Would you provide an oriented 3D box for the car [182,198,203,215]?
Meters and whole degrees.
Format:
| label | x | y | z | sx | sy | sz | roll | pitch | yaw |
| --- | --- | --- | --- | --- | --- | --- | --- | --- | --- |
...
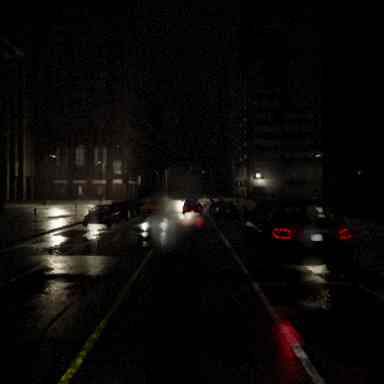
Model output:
| label | x | y | z | sx | sy | sz | roll | pitch | yaw |
| --- | --- | --- | --- | --- | --- | --- | --- | --- | --- |
| car | 0.051 | 1.474 | 31.779 | 1.895 | 1.301 | 4.718 | 0 | 0 | 0 |

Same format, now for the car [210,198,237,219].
| label | x | y | z | sx | sy | sz | roll | pitch | yaw |
| --- | --- | --- | --- | --- | --- | --- | --- | --- | --- |
| car | 2.756 | 1.455 | 27.341 | 1.947 | 1.339 | 4.313 | 0 | 0 | 0 |

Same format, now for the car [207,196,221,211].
| label | x | y | z | sx | sy | sz | roll | pitch | yaw |
| --- | --- | --- | --- | --- | --- | --- | --- | --- | --- |
| car | 2.754 | 1.288 | 38.613 | 1.967 | 1.590 | 4.097 | 0 | 0 | 0 |

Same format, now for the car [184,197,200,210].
| label | x | y | z | sx | sy | sz | roll | pitch | yaw |
| --- | --- | --- | --- | --- | --- | --- | --- | --- | --- |
| car | -0.004 | 1.401 | 41.748 | 1.994 | 1.385 | 4.181 | 0 | 0 | 0 |

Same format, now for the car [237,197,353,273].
| label | x | y | z | sx | sy | sz | roll | pitch | yaw |
| --- | --- | --- | --- | --- | --- | --- | --- | --- | --- |
| car | 2.999 | 1.179 | 10.680 | 2.150 | 2.045 | 5.566 | 0 | 0 | 0 |

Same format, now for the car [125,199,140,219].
| label | x | y | z | sx | sy | sz | roll | pitch | yaw |
| --- | --- | --- | --- | --- | --- | --- | --- | --- | --- |
| car | -5.769 | 1.454 | 27.338 | 1.947 | 1.339 | 4.313 | 0 | 0 | 0 |

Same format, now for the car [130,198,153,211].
| label | x | y | z | sx | sy | sz | roll | pitch | yaw |
| --- | --- | --- | --- | --- | --- | --- | --- | --- | --- |
| car | -5.770 | 1.398 | 38.611 | 2.008 | 1.369 | 4.403 | 0 | 0 | 0 |

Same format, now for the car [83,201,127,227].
| label | x | y | z | sx | sy | sz | roll | pitch | yaw |
| --- | --- | --- | --- | --- | --- | --- | --- | --- | --- |
| car | -5.768 | 1.492 | 21.701 | 1.802 | 1.307 | 4.206 | 0 | 0 | 0 |

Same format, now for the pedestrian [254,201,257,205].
| label | x | y | z | sx | sy | sz | roll | pitch | yaw |
| --- | --- | --- | --- | --- | --- | --- | --- | --- | --- |
| pedestrian | 2.737 | 1.235 | 13.883 | 0.375 | 1.860 | 0.375 | 0 | 1 | -10 |

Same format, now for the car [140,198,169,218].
| label | x | y | z | sx | sy | sz | roll | pitch | yaw |
| --- | --- | --- | --- | --- | --- | --- | --- | --- | --- |
| car | -3.095 | 1.359 | 29.190 | 1.882 | 1.535 | 5.008 | 0 | 0 | 0 |
